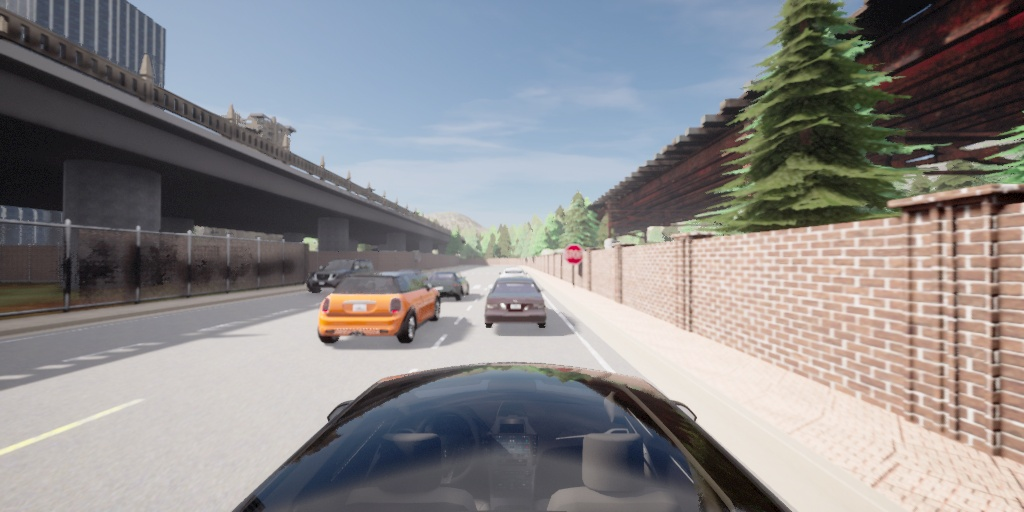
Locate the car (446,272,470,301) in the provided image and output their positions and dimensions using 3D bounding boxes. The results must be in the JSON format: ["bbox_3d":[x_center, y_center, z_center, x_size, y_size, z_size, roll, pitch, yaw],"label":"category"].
[{"bbox_3d":[-3.400,1.502,18.816,1.994,1.385,4.181,0,-1,0],"label":"car"}]

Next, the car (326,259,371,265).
[{"bbox_3d":[-10.522,1.207,22.642,2.150,2.045,5.566,0,-1,0],"label":"car"}]

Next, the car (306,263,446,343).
[{"bbox_3d":[-3.401,1.195,10.123,2.097,1.767,4.553,0,-1,0],"label":"car"}]

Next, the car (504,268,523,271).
[{"bbox_3d":[0.111,1.520,23.865,1.812,1.442,4.674,0,-1,0],"label":"car"}]

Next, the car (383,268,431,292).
[{"bbox_3d":[-7.005,1.565,24.305,1.994,1.385,4.181,0,-1,0],"label":"car"}]

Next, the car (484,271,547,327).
[{"bbox_3d":[0.102,1.411,12.000,2.033,1.411,5.357,0,-1,0],"label":"car"}]
